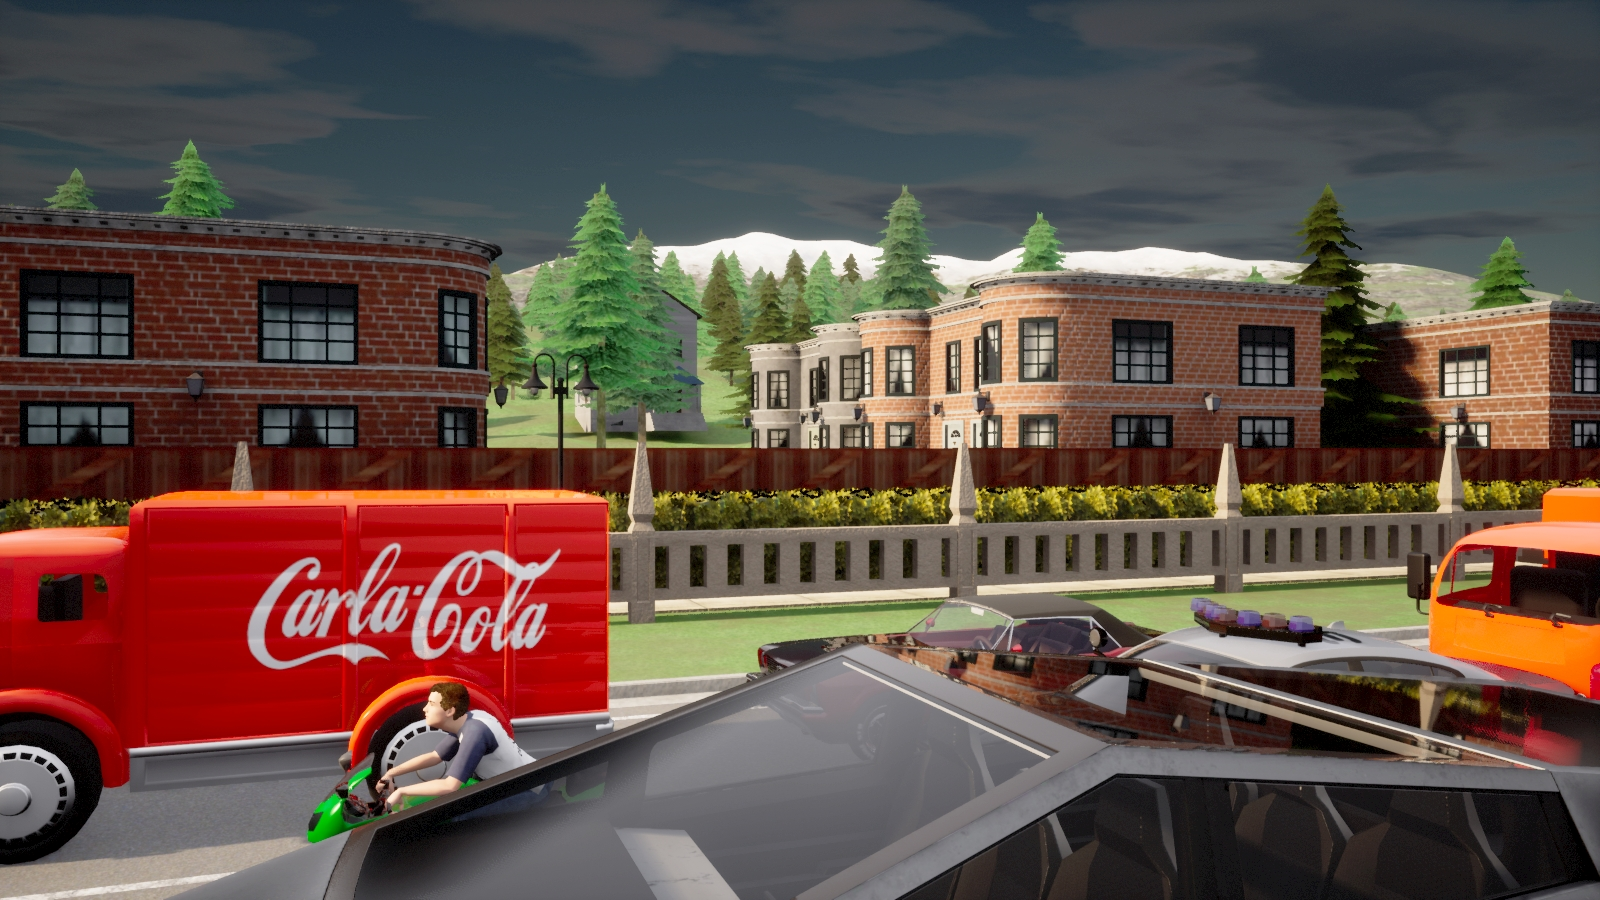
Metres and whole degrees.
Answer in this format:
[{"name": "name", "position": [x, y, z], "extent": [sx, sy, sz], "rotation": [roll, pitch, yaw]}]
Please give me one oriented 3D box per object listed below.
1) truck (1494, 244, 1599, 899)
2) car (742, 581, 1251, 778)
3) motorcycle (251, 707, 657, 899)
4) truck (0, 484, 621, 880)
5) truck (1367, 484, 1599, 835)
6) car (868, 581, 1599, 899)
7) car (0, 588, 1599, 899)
[{"name": "truck", "position": [8.244, 0.890, 6.293], "extent": [8.468, 3.827, 2.891], "rotation": [0, 0, -20]}, {"name": "car", "position": [1.954, 2.155, 11.458], "extent": [4.718, 1.301, 1.895], "rotation": [0, 0, -20]}, {"name": "motorcycle", "position": [-1.880, 2.186, 6.339], "extent": [2.033, 1.199, 0.803], "rotation": [0, 0, -20]}, {"name": "truck", "position": [-4.290, 1.568, 9.195], "extent": [5.204, 2.467, 2.627], "rotation": [0, 0, -20]}, {"name": "truck", "position": [7.993, 1.568, 9.932], "extent": [5.204, 2.467, 2.627], "rotation": [0, 0, -20]}, {"name": "car", "position": [3.311, 1.982, 8.228], "extent": [5.238, 1.638, 2.097], "rotation": [0, 0, -20]}, {"name": "car", "position": [0.902, 1.754, 3.628], "extent": [6.274, 2.098, 2.390], "rotation": [0, 0, -20]}]
